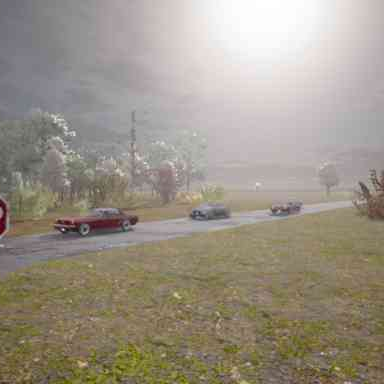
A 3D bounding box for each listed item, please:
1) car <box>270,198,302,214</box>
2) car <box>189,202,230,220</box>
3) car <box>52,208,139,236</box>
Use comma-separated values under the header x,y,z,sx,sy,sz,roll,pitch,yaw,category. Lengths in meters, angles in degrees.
x,y,z,sx,sy,sz,roll,pitch,yaw,category
9.874,1.573,34.534,1.895,1.301,4.718,0,0,35,car
1.553,1.552,28.329,1.994,1.385,4.181,0,0,35,car
-5.285,1.597,18.709,1.895,1.301,4.718,0,0,35,car
